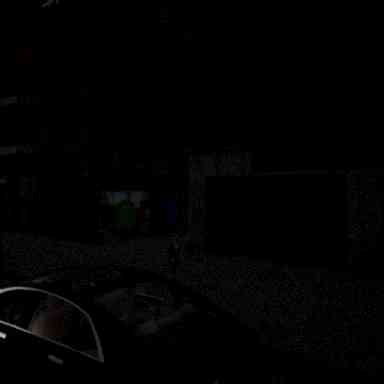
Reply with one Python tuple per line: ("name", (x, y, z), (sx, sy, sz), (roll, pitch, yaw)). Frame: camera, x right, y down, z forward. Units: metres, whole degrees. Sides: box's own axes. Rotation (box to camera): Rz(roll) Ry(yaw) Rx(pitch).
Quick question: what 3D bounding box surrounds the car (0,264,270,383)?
("car", (-1.338, 1.541, 3.803), (4.403, 1.369, 2.008), (0, 0, 36))
